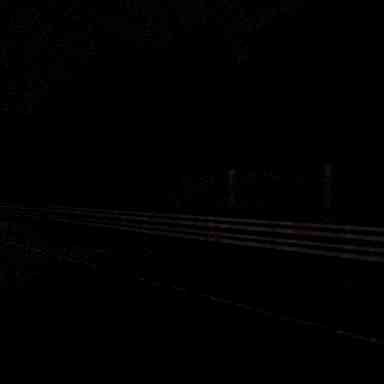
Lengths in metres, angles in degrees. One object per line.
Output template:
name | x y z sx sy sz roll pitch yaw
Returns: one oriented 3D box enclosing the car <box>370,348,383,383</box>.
car | 3.528 1.475 1.361 5.008 1.535 1.882 0 0 35
